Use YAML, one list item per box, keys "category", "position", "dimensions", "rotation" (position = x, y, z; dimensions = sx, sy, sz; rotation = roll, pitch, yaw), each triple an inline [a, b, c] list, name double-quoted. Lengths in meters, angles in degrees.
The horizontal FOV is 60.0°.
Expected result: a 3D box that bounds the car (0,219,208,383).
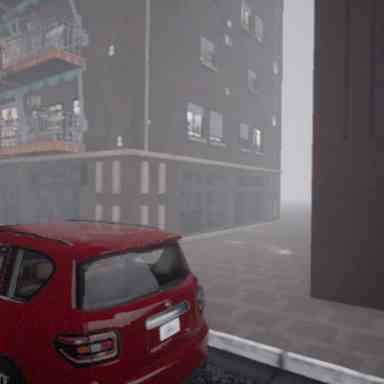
- category: "car"
  position: [-2.144, 1.308, 4.386]
  dimensions: [5.009, 1.841, 2.192]
  rotation: [0, 1, 36]
